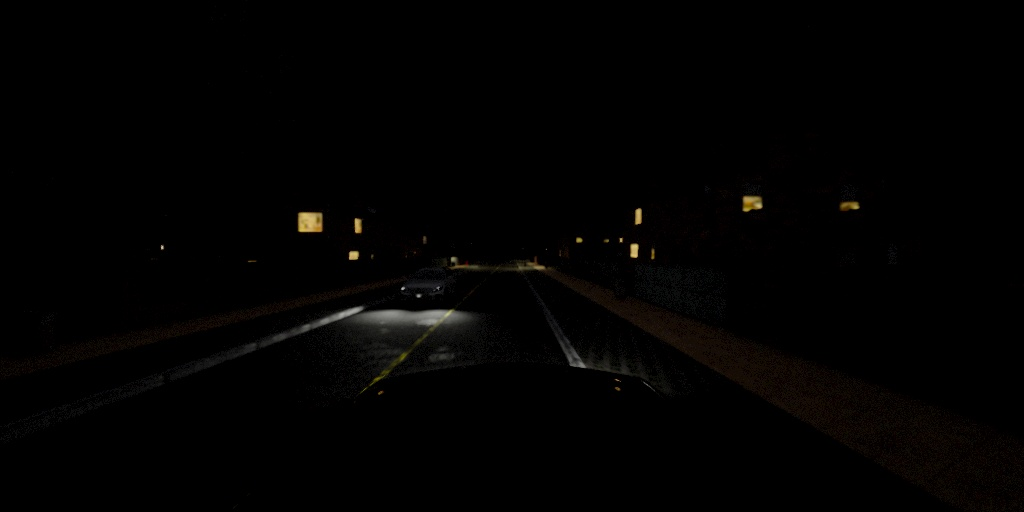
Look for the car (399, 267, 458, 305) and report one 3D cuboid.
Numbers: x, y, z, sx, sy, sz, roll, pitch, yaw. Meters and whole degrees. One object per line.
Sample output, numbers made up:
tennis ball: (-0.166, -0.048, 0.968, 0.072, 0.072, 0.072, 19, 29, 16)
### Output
car: (-3.528, 1.223, 15.890, 1.812, 1.442, 4.674, 0, 0, 0)
